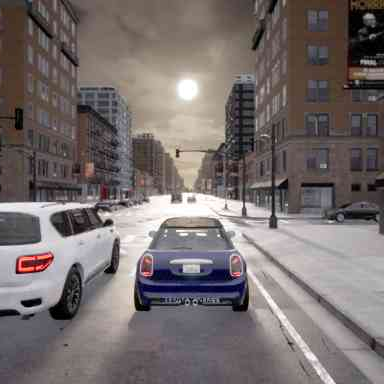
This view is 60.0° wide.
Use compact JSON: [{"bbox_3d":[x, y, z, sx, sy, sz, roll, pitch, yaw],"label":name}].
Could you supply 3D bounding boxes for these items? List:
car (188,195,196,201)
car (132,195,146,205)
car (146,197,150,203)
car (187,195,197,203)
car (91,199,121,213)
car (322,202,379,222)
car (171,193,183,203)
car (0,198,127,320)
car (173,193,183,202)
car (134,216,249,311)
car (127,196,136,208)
[{"bbox_3d":[-0.095,1.453,79.740,1.895,1.301,4.718,0,0,0],"label":"car"},{"bbox_3d":[-9.898,1.346,58.421,2.097,1.767,4.553,0,0,0],"label":"car"},{"bbox_3d":[-9.833,1.591,68.641,1.895,1.301,4.718,0,0,0],"label":"car"},{"bbox_3d":[-0.083,1.482,69.291,2.128,1.511,4.902,0,0,0],"label":"car"},{"bbox_3d":[-9.895,1.547,38.689,2.033,1.411,5.357,0,0,0],"label":"car"},{"bbox_3d":[12.691,1.545,25.943,4.892,1.490,1.837,0,0,2],"label":"car"},{"bbox_3d":[-3.247,1.211,70.035,2.150,2.045,5.566,0,0,0],"label":"car"},{"bbox_3d":[-3.157,1.223,7.450,2.150,2.045,5.566,0,0,0],"label":"car"},{"bbox_3d":[-3.346,1.212,80.425,2.150,2.045,5.566,0,0,0],"label":"car"},{"bbox_3d":[-0.002,1.352,7.907,2.097,1.767,4.553,0,0,0],"label":"car"},{"bbox_3d":[-9.903,1.598,48.598,1.895,1.301,4.718,0,0,0],"label":"car"}]
